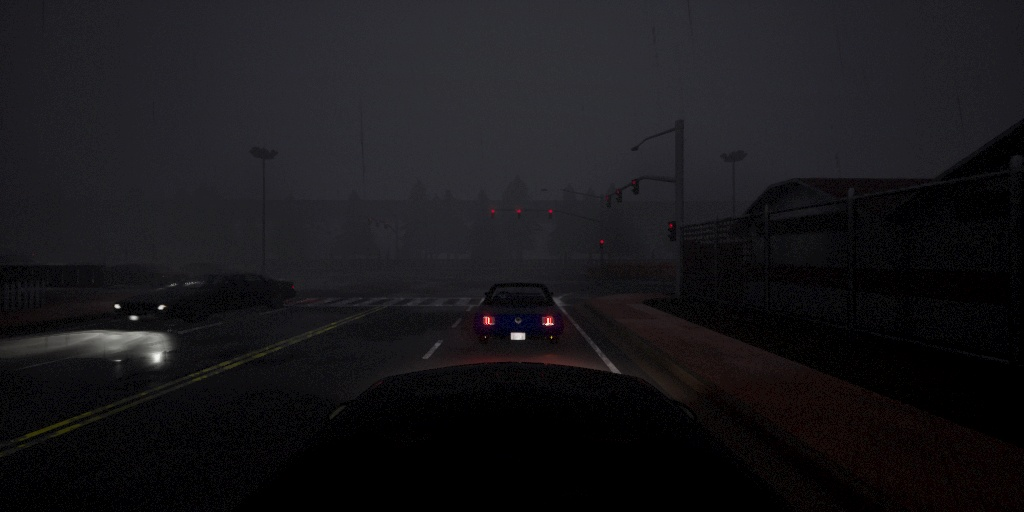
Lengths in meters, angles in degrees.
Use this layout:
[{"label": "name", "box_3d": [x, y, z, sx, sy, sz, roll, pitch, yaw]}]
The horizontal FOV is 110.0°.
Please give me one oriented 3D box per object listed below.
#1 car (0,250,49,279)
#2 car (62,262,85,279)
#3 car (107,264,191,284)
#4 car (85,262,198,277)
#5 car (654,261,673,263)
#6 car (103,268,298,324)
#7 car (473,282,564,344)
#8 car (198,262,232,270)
[{"label": "car", "box_3d": [-37.650, 0.802, 26.470, 5.566, 2.045, 2.150, 2, 0, -1]}, {"label": "car", "box_3d": [-35.079, 1.212, 30.011, 5.357, 1.411, 2.033, 1, 0, -1]}, {"label": "car", "box_3d": [-26.862, 1.306, 26.643, 4.181, 1.385, 1.994, 0, 0, -1]}, {"label": "car", "box_3d": [-23.811, 1.226, 23.189, 5.008, 1.535, 1.882, 0, 0, -1]}, {"label": "car", "box_3d": [17.205, 1.276, 41.554, 4.674, 1.442, 1.812, 0, 0, -1]}, {"label": "car", "box_3d": [-9.958, 1.297, 12.370, 2.033, 1.411, 5.357, 0, 0, 7]}, {"label": "car", "box_3d": [0.193, 1.351, 9.541, 1.895, 1.301, 4.718, 0, 0, 2]}, {"label": "car", "box_3d": [-25.313, 1.248, 30.167, 4.892, 1.490, 1.837, 0, 0, -1]}]
